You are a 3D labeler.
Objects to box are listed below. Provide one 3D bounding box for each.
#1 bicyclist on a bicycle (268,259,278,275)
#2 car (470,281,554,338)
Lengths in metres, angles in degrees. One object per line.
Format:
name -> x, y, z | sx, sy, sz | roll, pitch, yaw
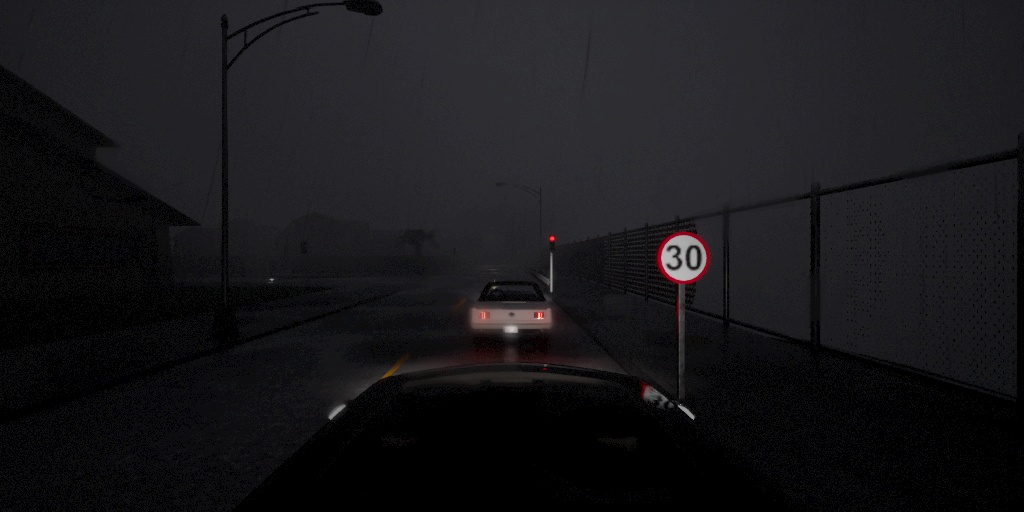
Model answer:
bicyclist on a bicycle -> -24.322, 1.099, 36.495 | 0.582, 1.620, 1.656 | 0, 0, 0
car -> -0.002, 1.351, 10.186 | 1.895, 1.301, 4.718 | 0, 0, 0
